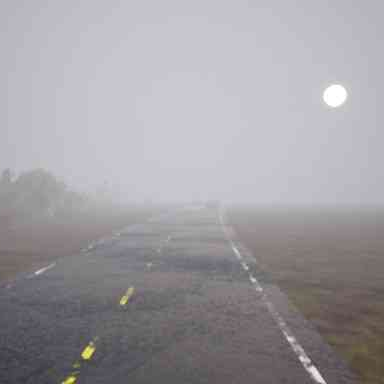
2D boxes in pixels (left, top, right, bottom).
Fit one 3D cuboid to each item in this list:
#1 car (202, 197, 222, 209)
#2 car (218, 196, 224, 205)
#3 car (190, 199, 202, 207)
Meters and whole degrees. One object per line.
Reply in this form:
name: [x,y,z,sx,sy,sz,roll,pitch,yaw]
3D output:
car: [3.061,1.806,49.043,1.994,1.385,4.181,0,0,7]
car: [5.112,1.885,65.070,1.994,1.385,4.181,0,0,9]
car: [0.886,1.842,57.032,1.994,1.385,4.181,0,0,8]
